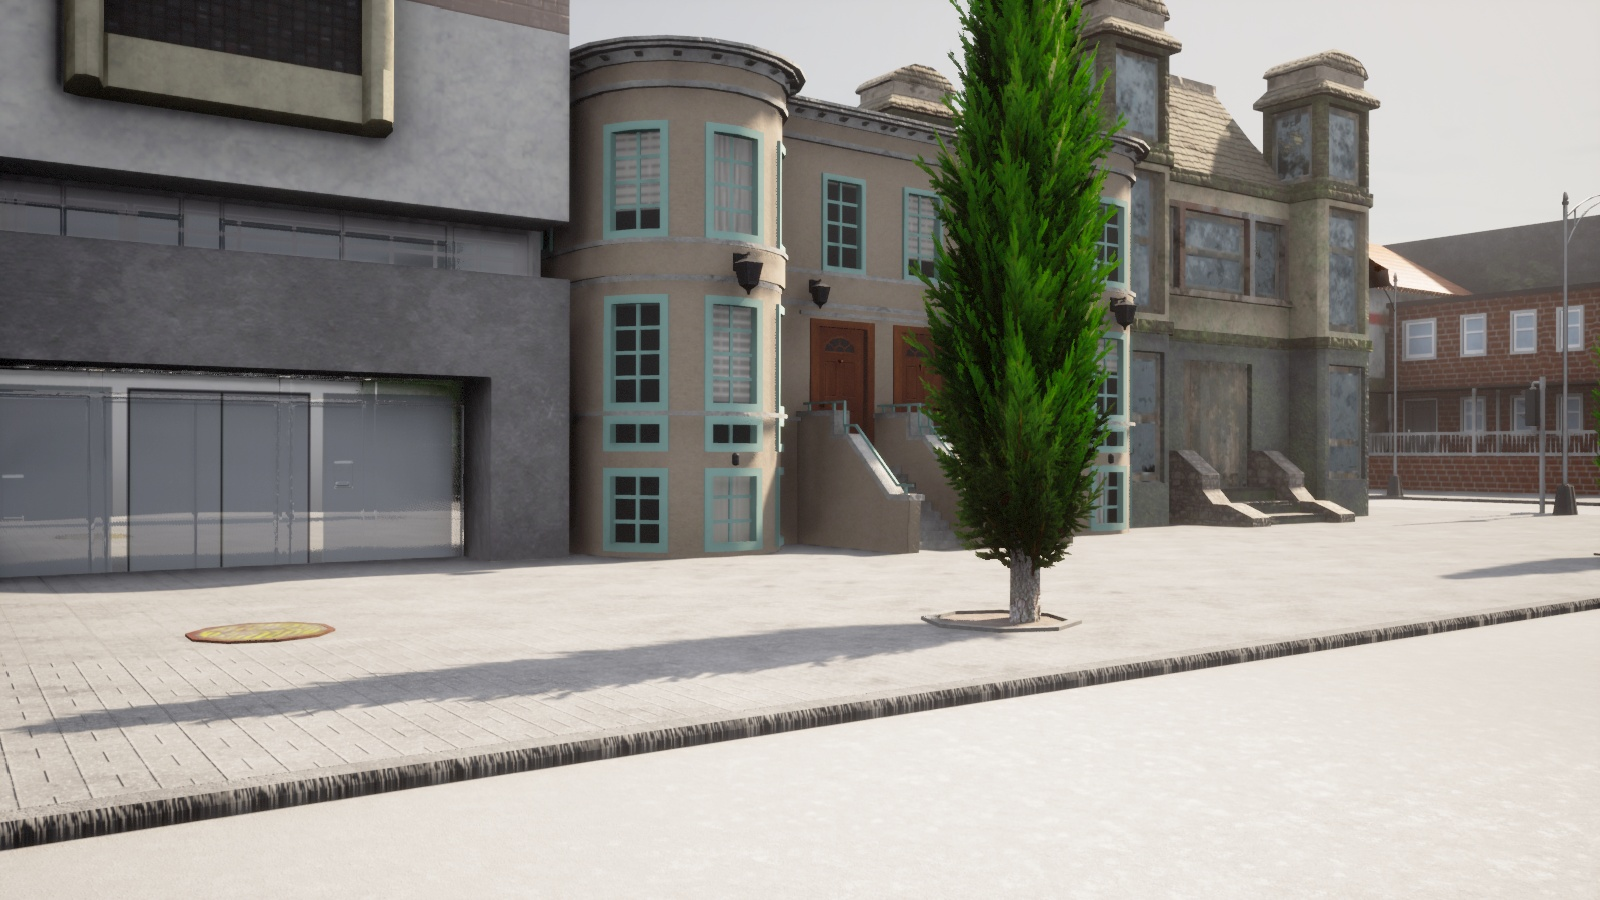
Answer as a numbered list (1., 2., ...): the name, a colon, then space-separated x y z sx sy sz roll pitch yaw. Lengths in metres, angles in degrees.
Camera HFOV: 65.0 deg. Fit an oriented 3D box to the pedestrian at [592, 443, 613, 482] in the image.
1. pedestrian: -10.014 0.628 63.659 0.659 1.952 0.873 0 0 -38
